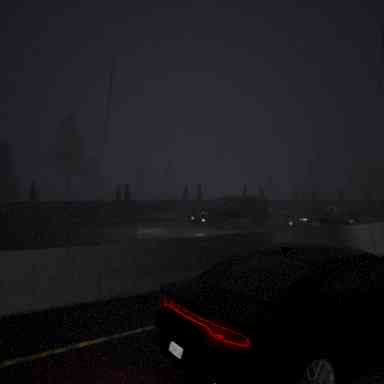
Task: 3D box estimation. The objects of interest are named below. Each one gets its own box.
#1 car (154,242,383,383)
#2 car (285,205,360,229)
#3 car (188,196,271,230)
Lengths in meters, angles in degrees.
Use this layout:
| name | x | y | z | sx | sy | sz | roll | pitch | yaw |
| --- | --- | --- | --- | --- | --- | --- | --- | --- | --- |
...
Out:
| name | x | y | z | sx | sy | sz | roll | pitch | yaw |
| --- | --- | --- | --- | --- | --- | --- | --- | --- | --- |
| car | 1.909 | 1.486 | 4.792 | 5.008 | 1.535 | 1.882 | 0 | 0 | -33 |
| car | 7.932 | 1.557 | 20.166 | 4.902 | 1.511 | 2.128 | 0 | 0 | -24 |
| car | 2.523 | 1.253 | 21.456 | 5.566 | 2.045 | 2.150 | 0 | 0 | -27 |
